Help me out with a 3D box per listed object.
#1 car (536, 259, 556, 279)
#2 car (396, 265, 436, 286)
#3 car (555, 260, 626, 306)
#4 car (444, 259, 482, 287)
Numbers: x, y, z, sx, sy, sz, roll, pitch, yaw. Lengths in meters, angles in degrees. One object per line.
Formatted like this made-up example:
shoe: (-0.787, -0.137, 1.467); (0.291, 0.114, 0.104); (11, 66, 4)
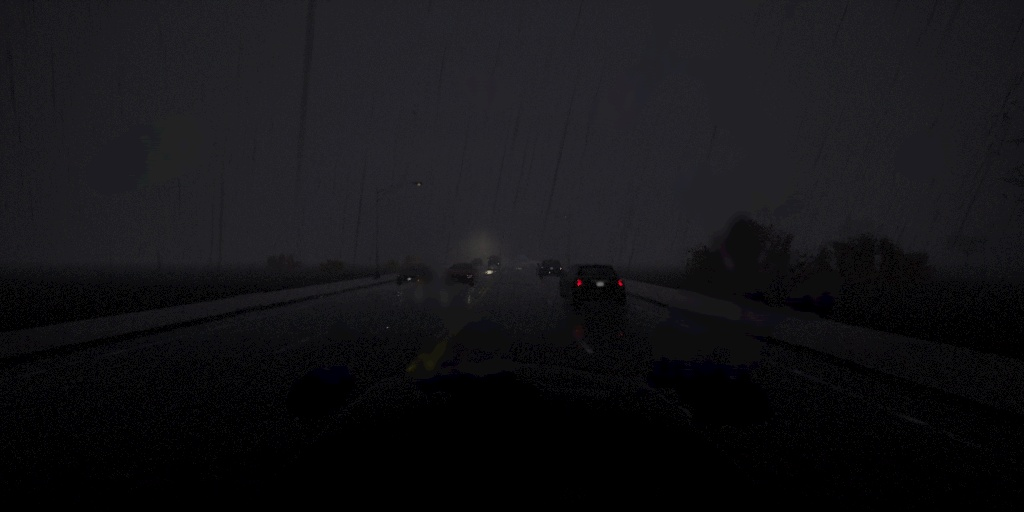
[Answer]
car: (3.359, 1.065, 32.389); (2.097, 1.767, 4.553); (0, 0, 0)
car: (-6.591, 1.286, 24.985); (1.994, 1.385, 4.181); (0, 0, 0)
car: (3.353, 1.085, 15.729); (2.097, 1.767, 4.553); (0, 0, 0)
car: (-3.342, 1.201, 24.346); (1.882, 1.535, 5.008); (0, 0, 0)
